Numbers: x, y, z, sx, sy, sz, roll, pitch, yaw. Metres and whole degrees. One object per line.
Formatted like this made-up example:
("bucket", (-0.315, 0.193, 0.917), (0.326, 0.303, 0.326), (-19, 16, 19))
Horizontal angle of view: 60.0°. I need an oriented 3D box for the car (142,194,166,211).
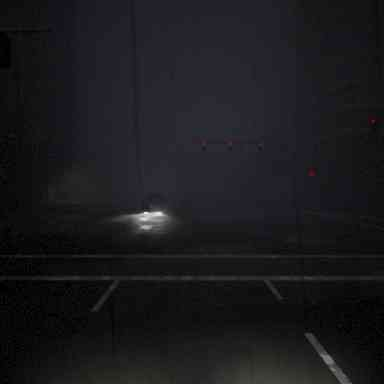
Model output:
("car", (-3.489, 0.922, 31.020), (2.128, 1.511, 4.902), (0, 2, 0))
